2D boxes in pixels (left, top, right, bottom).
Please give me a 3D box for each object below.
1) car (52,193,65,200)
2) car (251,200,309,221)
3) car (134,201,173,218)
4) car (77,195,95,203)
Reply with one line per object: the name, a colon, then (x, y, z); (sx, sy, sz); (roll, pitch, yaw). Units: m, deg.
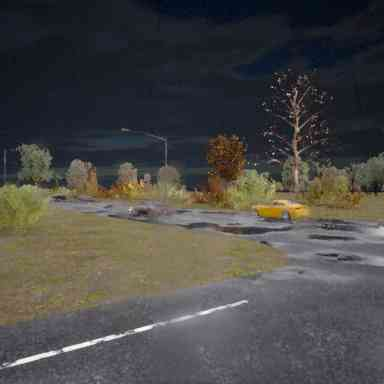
car: (-30.799, 1.070, 76.580); (1.882, 1.535, 5.008); (0, 0, -37)
car: (7.010, 1.408, 26.983); (1.882, 1.535, 5.008); (0, 0, -37)
car: (-3.424, 1.467, 29.129); (1.994, 1.385, 4.181); (0, 0, -37)
car: (-19.985, 1.252, 62.395); (2.033, 1.411, 5.357); (0, 0, -37)
